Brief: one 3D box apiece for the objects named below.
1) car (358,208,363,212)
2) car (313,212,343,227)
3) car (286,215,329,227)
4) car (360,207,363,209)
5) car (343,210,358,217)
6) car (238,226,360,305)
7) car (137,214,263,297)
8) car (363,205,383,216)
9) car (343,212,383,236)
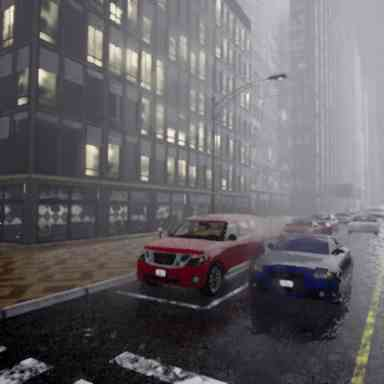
[{"bbox_3d":[18.055,2.856,38.076,1.802,1.307,4.206,0,-2,32],"label":"car"},{"bbox_3d":[9.330,2.227,23.919,1.967,1.590,4.097,0,-2,32],"label":"car"},{"bbox_3d":[6.420,2.204,19.196,1.802,1.307,4.206,0,-2,32],"label":"car"},{"bbox_3d":[20.964,2.978,42.797,1.887,1.381,4.507,0,-2,32],"label":"car"},{"bbox_3d":[15.145,2.694,33.355,1.802,1.307,4.206,0,-2,32],"label":"car"},{"bbox_3d":[3.062,1.828,8.829,1.994,1.385,4.181,-1,-2,32],"label":"car"},{"bbox_3d":[0.606,1.606,9.763,2.192,1.841,5.009,0,-2,32],"label":"car"},{"bbox_3d":[21.311,2.542,38.261,2.033,1.411,5.357,-1,-2,32],"label":"car"},{"bbox_3d":[12.600,2.406,24.295,1.895,1.301,4.718,-1,-2,32],"label":"car"}]
